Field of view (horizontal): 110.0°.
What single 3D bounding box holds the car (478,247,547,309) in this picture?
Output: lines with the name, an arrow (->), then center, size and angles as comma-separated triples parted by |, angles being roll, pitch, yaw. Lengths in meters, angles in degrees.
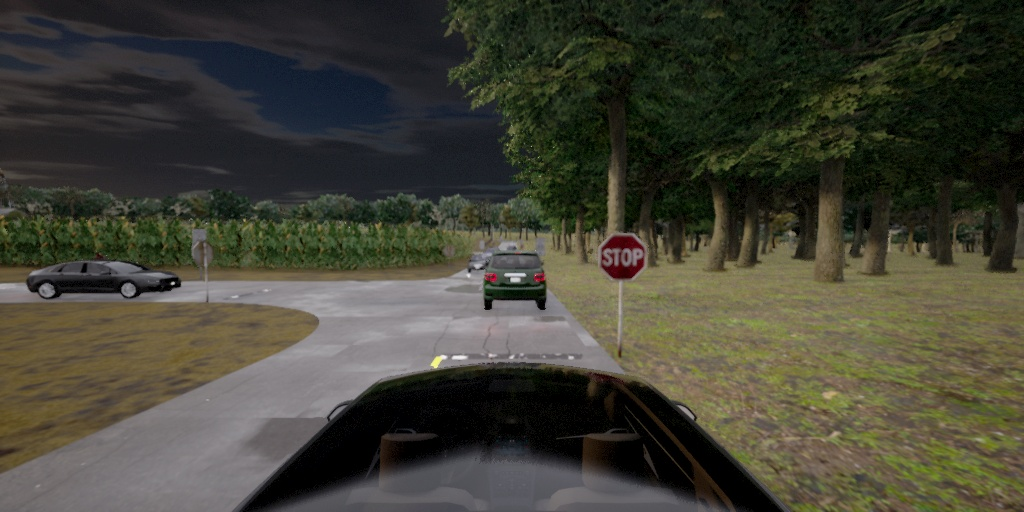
car -> 0.104, 0.782, 14.000 | 2.150, 2.045, 5.566 | 0, 1, 0

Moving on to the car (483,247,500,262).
car -> -2.823, -0.282, 51.154 | 2.150, 2.045, 5.566 | 0, 2, 0

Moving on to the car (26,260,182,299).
car -> -16.978, 0.926, 15.114 | 4.892, 1.490, 1.837 | 0, 3, -7

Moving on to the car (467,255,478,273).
car -> -2.840, 0.634, 32.036 | 2.128, 1.511, 4.902 | 0, 2, 0

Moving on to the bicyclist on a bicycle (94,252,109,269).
bicyclist on a bicycle -> -23.445, 0.591, 20.453 | 0.582, 1.620, 1.656 | 0, 1, -11

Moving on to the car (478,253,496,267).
car -> -2.834, 0.373, 41.464 | 1.812, 1.442, 4.674 | 0, 2, 0
